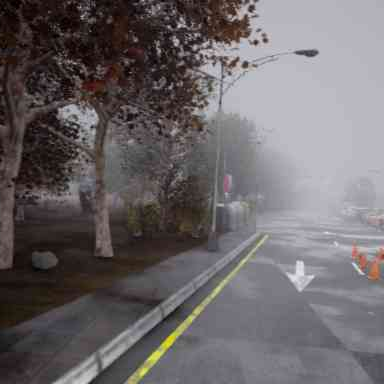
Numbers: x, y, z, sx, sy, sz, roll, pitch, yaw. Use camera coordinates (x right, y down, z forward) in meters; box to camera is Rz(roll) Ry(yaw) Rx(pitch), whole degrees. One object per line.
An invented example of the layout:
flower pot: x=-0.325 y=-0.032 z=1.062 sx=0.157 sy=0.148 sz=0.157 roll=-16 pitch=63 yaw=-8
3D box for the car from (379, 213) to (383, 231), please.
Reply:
car: x=18.689 y=2.909 z=27.494 sx=4.792 sy=1.488 sz=2.163 roll=4 pitch=0 yaw=-2

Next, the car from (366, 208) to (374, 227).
car: x=20.574 y=2.938 z=33.208 sx=4.553 sy=1.767 sz=2.185 roll=4 pitch=-1 yaw=-2

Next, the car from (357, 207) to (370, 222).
car: x=22.514 y=3.130 z=38.901 sx=4.553 sy=1.767 sz=2.185 roll=4 pitch=0 yaw=-2

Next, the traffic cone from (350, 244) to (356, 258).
traffic cone: x=6.955 y=2.509 z=14.201 sx=0.340 sy=0.580 sz=0.340 roll=3 pitch=-1 yaw=18

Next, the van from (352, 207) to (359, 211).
van: x=24.475 y=3.225 z=44.623 sx=4.442 sy=1.987 sz=1.878 roll=4 pitch=-1 yaw=-2

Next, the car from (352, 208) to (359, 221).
car: x=23.403 y=3.347 z=41.765 sx=5.008 sy=1.535 sz=2.097 roll=4 pitch=-1 yaw=-2

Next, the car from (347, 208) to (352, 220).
car: x=25.277 y=3.577 z=47.463 sx=4.674 sy=1.452 sz=2.002 roll=4 pitch=0 yaw=-2

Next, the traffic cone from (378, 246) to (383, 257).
traffic cone: x=7.904 y=2.560 z=13.889 sx=0.340 sy=0.580 sz=0.340 roll=3 pitch=-1 yaw=18

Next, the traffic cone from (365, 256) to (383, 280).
traffic cone: x=5.713 y=2.395 z=10.400 sx=0.340 sy=0.580 sz=0.340 roll=3 pitch=-1 yaw=18

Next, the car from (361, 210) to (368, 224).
car: x=21.535 y=3.200 z=36.052 sx=4.674 sy=1.452 sz=2.002 roll=4 pitch=0 yaw=-2

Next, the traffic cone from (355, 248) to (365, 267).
traffic cone: x=6.334 y=2.452 z=12.301 sx=0.340 sy=0.580 sz=0.340 roll=3 pitch=-1 yaw=18

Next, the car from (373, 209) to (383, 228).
car: x=19.636 y=2.846 z=30.359 sx=4.553 sy=1.767 sz=2.185 roll=4 pitch=-1 yaw=-2

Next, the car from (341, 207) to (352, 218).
car: x=26.019 y=3.614 z=50.315 sx=5.366 sy=1.575 sz=1.946 roll=4 pitch=0 yaw=-2

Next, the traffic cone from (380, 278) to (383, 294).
traffic cone: x=5.092 y=2.338 z=8.500 sx=0.340 sy=0.580 sz=0.340 roll=3 pitch=-1 yaw=18
